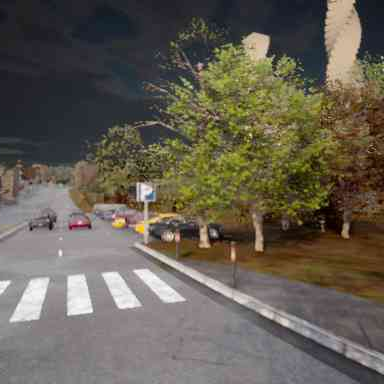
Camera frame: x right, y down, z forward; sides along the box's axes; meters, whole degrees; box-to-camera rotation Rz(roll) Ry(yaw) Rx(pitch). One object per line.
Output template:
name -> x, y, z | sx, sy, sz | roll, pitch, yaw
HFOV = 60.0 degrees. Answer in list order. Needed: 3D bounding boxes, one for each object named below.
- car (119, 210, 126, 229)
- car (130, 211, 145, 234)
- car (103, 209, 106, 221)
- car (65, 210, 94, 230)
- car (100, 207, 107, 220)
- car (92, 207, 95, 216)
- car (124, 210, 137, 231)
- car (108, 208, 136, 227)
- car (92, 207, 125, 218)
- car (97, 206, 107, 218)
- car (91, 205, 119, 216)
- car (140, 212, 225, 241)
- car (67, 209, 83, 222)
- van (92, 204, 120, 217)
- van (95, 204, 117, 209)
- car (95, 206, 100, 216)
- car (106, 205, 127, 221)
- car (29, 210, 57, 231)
car -> -3.354, 2.484, 28.015 | 4.792, 1.488, 2.163 | 0, -2, -21
car -> -1.376, 2.255, 22.884 | 5.008, 1.535, 2.097 | 0, -2, -21
car -> -7.413, 2.849, 38.260 | 4.674, 1.452, 2.002 | 0, -2, -21
car -> -10.672, 2.753, 31.449 | 1.994, 1.385, 4.181 | 0, -2, -21
car -> -8.414, 2.929, 40.824 | 4.674, 1.452, 2.002 | 0, -2, -21
car -> -12.523, 3.053, 51.188 | 4.553, 1.767, 2.185 | 0, -1, -21
car -> -2.371, 2.356, 25.449 | 4.892, 1.521, 2.231 | 0, -2, -21
car -> -4.563, 2.545, 30.506 | 5.366, 1.575, 1.946 | 0, -2, -21
car -> -13.459, 3.238, 53.639 | 4.892, 1.521, 2.231 | 0, -1, -21
car -> -9.453, 2.997, 43.379 | 4.792, 1.488, 2.163 | 0, -1, -21
car -> -15.442, 3.218, 58.783 | 4.553, 1.767, 2.185 | 0, -1, -21
car -> -0.370, 2.154, 20.321 | 4.892, 1.521, 2.231 | 0, -2, -21
car -> -15.513, 3.080, 43.850 | 1.837, 1.490, 4.892 | 0, -1, -21
van -> -14.573, 3.069, 56.170 | 4.442, 1.987, 1.878 | 0, -1, -21
van -> -11.332, 2.883, 48.560 | 4.442, 1.987, 1.878 | 0, -1, -21
car -> -10.404, 3.068, 45.961 | 4.792, 1.488, 2.163 | 0, -1, -21
car -> -6.432, 2.602, 35.685 | 4.553, 1.767, 2.185 | 0, -2, -21
car -> -14.022, 2.723, 31.128 | 2.128, 1.511, 4.902 | 0, -2, -21
